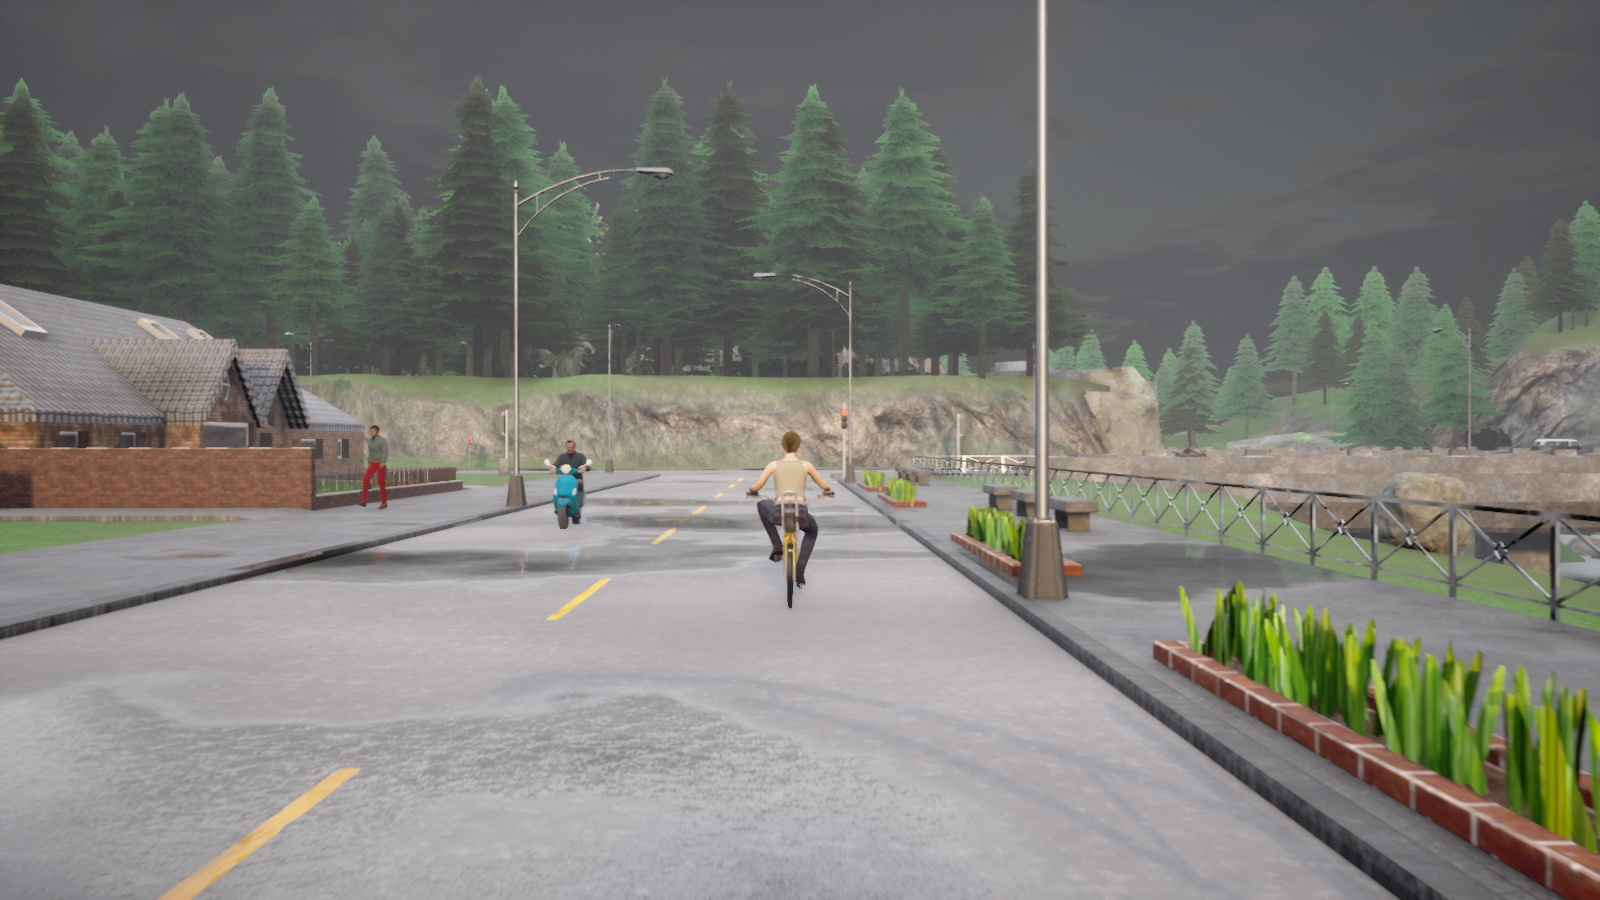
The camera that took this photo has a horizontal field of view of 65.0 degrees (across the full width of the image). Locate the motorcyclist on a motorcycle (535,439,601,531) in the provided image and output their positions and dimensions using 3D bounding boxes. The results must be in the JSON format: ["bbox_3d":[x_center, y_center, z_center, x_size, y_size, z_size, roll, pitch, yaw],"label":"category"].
[{"bbox_3d":[-4.172,0.604,22.731,0.866,1.590,1.817,0,0,0],"label":"motorcyclist on a motorcycle"}]

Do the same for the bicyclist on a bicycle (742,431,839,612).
[{"bbox_3d":[-0.088,0.634,11.921,0.866,1.612,1.509,0,0,0],"label":"bicyclist on a bicycle"}]

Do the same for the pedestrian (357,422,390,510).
[{"bbox_3d":[-9.095,0.340,26.784,0.353,1.847,0.614,0,0,20],"label":"pedestrian"}]
